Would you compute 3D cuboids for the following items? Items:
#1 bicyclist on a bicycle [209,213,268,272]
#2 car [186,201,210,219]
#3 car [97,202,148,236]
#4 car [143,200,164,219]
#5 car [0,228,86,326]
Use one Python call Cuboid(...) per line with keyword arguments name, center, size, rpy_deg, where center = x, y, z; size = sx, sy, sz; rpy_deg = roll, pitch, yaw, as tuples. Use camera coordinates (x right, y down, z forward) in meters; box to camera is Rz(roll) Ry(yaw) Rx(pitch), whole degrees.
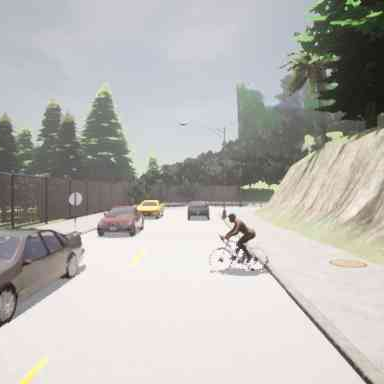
Cuboid(name="bicyclist on a bicycle", center=(1.281, 1.412, 9.236), size=(1.656, 1.620, 0.582), rpy_deg=(-1, 1, 0))
Cuboid(name="car", center=(0.563, 1.486, 29.133), size=(2.128, 1.511, 4.902), rpy_deg=(0, 0, 1))
Cuboid(name="car", center=(-3.808, 1.522, 18.465), size=(1.812, 1.442, 4.674), rpy_deg=(0, 0, 1))
Cuboid(name="car", center=(-3.603, 1.472, 29.011), size=(1.882, 1.535, 5.008), rpy_deg=(0, 0, 1))
Cuboid(name="car", center=(-4.005, 1.546, 7.302), size=(2.033, 1.411, 5.357), rpy_deg=(0, 0, 1))
